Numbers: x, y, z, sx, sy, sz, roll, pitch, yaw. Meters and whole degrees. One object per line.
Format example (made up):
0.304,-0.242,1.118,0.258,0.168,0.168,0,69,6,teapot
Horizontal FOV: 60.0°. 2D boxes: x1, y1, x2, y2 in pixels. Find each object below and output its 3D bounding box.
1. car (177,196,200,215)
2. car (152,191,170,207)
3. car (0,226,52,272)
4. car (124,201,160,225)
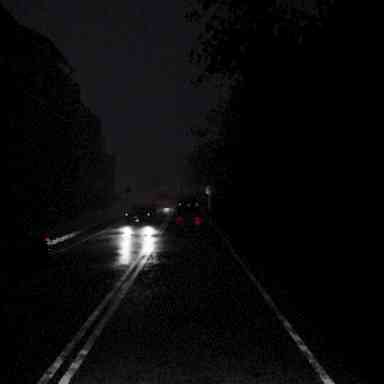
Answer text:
-0.369,1.218,32.544,2.097,1.767,4.553,0,1,-1,car
-4.098,0.932,44.497,2.150,2.045,5.566,0,1,-1,car
-5.975,1.583,8.823,1.994,1.385,4.181,-2,0,35,car
-3.612,1.540,23.966,1.895,1.301,4.718,0,0,-1,car
